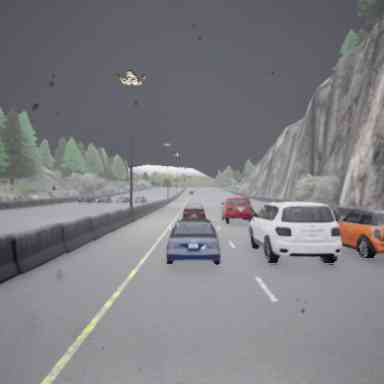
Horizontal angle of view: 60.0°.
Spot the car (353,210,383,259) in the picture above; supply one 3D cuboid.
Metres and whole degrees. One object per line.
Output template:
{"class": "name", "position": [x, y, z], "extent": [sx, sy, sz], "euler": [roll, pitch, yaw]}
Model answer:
{"class": "car", "position": [7.090, 1.493, 13.305], "extent": [2.097, 1.767, 4.553], "euler": [0, -1, 1]}

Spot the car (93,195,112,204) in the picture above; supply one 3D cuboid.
{"class": "car", "position": [-17.070, 1.580, 65.343], "extent": [2.033, 1.411, 5.357], "euler": [0, 1, 1]}

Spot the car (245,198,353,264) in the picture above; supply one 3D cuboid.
{"class": "car", "position": [3.571, 1.359, 12.481], "extent": [2.150, 2.045, 5.566], "euler": [0, 0, 1]}

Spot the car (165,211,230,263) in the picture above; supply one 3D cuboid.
{"class": "car", "position": [0.069, 1.682, 12.452], "extent": [2.033, 1.411, 5.357], "euler": [0, -1, 1]}

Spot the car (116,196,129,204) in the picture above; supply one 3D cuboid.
{"class": "car", "position": [-13.577, 1.541, 65.325], "extent": [2.128, 1.511, 4.902], "euler": [0, 1, 1]}

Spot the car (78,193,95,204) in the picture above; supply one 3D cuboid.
{"class": "car", "position": [-20.568, 1.263, 65.312], "extent": [2.150, 2.045, 5.566], "euler": [0, 1, 0]}

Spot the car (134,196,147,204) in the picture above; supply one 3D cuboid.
{"class": "car", "position": [-10.080, 1.537, 65.310], "extent": [2.128, 1.511, 4.902], "euler": [0, 1, 1]}

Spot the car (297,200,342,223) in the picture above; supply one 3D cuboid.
{"class": "car", "position": [10.695, 1.564, 28.266], "extent": [2.097, 1.767, 4.553], "euler": [0, 0, 1]}

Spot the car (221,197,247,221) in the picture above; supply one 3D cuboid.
{"class": "car", "position": [3.677, 1.436, 27.465], "extent": [2.150, 2.045, 5.566], "euler": [0, 0, 1]}

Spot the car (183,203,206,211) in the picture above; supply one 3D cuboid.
{"class": "car", "position": [0.207, 1.692, 29.146], "extent": [1.882, 1.535, 5.008], "euler": [0, 0, 1]}

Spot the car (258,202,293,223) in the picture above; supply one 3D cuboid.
{"class": "car", "position": [7.207, 1.691, 29.097], "extent": [1.882, 1.535, 5.008], "euler": [0, 0, 1]}
